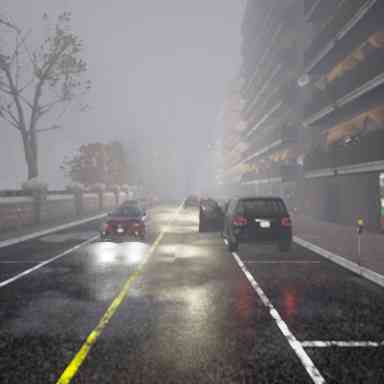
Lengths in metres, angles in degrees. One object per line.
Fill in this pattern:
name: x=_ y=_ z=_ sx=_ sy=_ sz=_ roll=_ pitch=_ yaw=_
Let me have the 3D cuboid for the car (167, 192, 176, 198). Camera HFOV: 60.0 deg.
car: x=-5.786 y=0.793 z=93.490 sx=2.192 sy=1.841 sz=5.009 roll=0 pitch=0 yaw=0

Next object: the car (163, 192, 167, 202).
car: x=-5.746 y=0.983 z=54.078 sx=2.192 sy=1.841 sz=5.009 roll=0 pitch=0 yaw=0

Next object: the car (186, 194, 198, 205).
car: x=-0.053 y=1.149 z=53.298 sx=1.882 sy=1.535 sz=5.008 roll=0 pitch=0 yaw=0

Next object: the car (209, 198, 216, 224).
car: x=2.664 y=1.382 z=25.939 sx=2.008 sy=1.369 sz=4.403 roll=0 pitch=0 yaw=0

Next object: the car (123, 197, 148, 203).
car: x=-5.722 y=1.362 z=31.562 sx=1.947 sy=1.339 sz=4.313 roll=0 pitch=0 yaw=0

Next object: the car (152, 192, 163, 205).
car: x=-5.739 y=1.137 z=48.448 sx=1.967 sy=1.590 sz=4.097 roll=0 pitch=0 yaw=0

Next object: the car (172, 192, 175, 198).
car: x=-5.774 y=1.095 z=82.232 sx=1.947 sy=1.339 sz=4.313 roll=0 pitch=0 yaw=0

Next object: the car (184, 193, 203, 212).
car: x=0.020 y=1.219 z=40.164 sx=1.882 sy=1.535 sz=5.008 roll=0 pitch=0 yaw=0

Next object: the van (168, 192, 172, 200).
van: x=-5.763 y=0.925 z=70.970 sx=1.690 sy=1.788 sz=3.998 roll=0 pitch=0 yaw=0

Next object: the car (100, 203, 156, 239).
car: x=-3.118 y=1.457 z=16.425 sx=1.994 sy=1.385 sz=4.181 roll=0 pitch=0 yaw=0

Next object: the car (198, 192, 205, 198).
car: x=2.594 y=0.917 z=93.499 sx=1.967 sy=1.590 sz=4.097 roll=0 pitch=0 yaw=0

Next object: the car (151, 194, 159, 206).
car: x=-5.734 y=1.271 z=42.820 sx=1.887 sy=1.381 sz=4.507 roll=0 pitch=0 yaw=0

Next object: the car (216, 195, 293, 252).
car: x=2.380 y=1.132 z=13.525 sx=2.150 sy=2.045 sz=5.566 roll=0 pitch=0 yaw=0

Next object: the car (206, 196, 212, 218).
car: x=2.659 y=1.340 z=31.570 sx=1.887 sy=1.381 sz=4.507 roll=0 pitch=0 yaw=0

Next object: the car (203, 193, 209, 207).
car: x=2.635 y=1.249 z=54.088 sx=1.802 sy=1.307 sz=4.206 roll=0 pitch=0 yaw=0

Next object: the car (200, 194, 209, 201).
car: x=2.617 y=1.165 z=70.980 sx=1.802 sy=1.307 sz=4.206 roll=0 pitch=0 yaw=0

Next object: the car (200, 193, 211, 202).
car: x=2.623 y=1.052 z=65.349 sx=1.967 sy=1.590 sz=4.097 roll=0 pitch=0 yaw=0

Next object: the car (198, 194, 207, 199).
car: x=2.606 y=1.094 z=82.241 sx=1.947 sy=1.339 sz=4.313 roll=0 pitch=0 yaw=0

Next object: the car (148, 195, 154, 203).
car: x=-5.728 y=1.342 z=37.193 sx=1.802 sy=1.307 sz=4.206 roll=0 pitch=0 yaw=0
